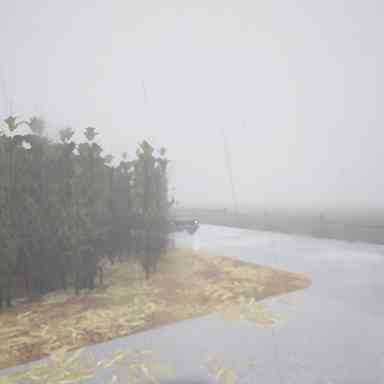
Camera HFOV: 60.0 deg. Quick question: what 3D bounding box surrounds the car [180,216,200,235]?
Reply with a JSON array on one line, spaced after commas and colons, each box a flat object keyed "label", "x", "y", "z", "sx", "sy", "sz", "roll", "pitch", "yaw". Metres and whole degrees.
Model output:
[{"label": "car", "x": -1.595, "y": 1.685, "z": 18.844, "sx": 1.895, "sy": 1.301, "sz": 4.718, "roll": 0, "pitch": -1, "yaw": -35}]
